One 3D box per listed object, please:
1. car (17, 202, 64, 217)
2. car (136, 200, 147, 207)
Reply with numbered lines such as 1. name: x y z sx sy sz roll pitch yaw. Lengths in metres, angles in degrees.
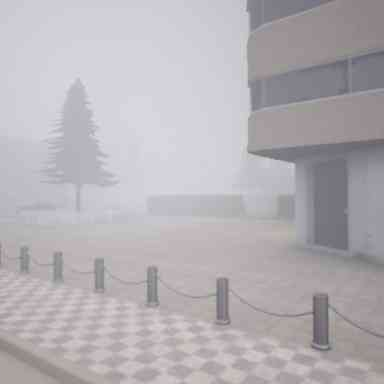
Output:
1. car: -16.022 1.815 35.672 1.882 1.535 5.008 -1 -1 35
2. car: -8.574 2.119 63.890 1.895 1.301 4.718 -1 0 36
